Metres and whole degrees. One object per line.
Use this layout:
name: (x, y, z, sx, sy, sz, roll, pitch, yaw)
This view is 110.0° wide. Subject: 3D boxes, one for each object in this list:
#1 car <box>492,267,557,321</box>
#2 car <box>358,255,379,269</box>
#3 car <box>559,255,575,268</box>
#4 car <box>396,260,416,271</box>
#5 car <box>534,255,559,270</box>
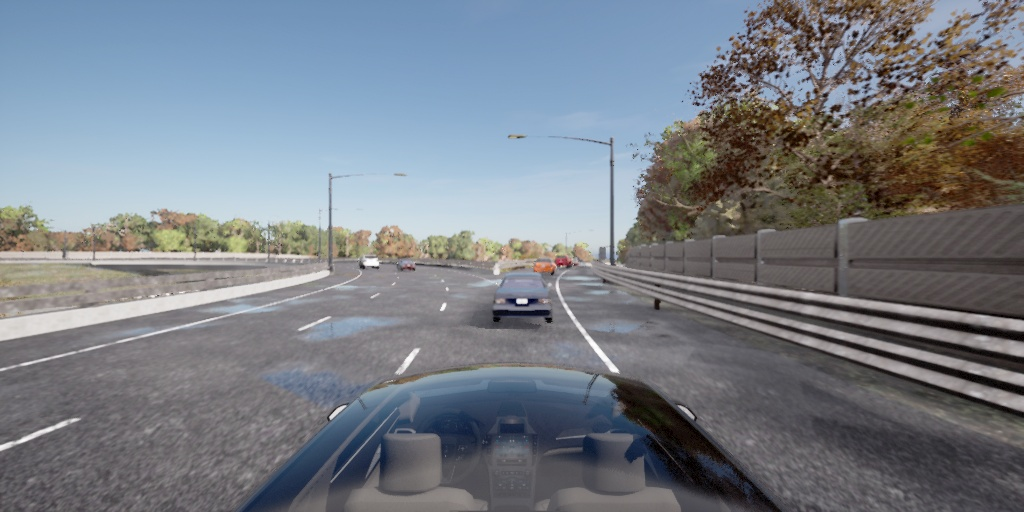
car: (0.403, 1.268, 12.247, 2.033, 1.411, 5.357, 0, 0, 3)
car: (-21.022, 0.852, 52.566, 2.150, 2.045, 5.566, 0, 0, -30)
car: (7.876, 0.841, 55.160, 2.150, 2.045, 5.566, 0, 0, 15)
car: (-13.621, 1.189, 45.886, 2.033, 1.411, 5.357, 0, 0, -25)
car: (3.483, 0.998, 37.315, 2.097, 1.767, 4.553, 0, 0, 11)
